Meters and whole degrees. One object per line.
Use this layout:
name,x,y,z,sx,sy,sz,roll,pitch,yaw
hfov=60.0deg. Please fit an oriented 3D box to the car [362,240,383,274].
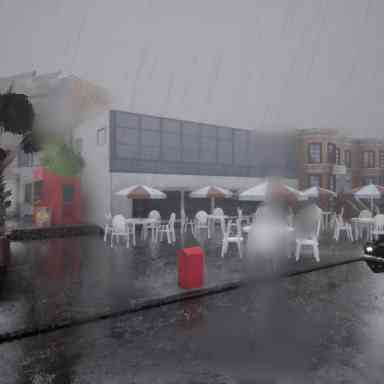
car,6.872,1.601,9.477,4.718,1.301,1.895,0,0,-35
